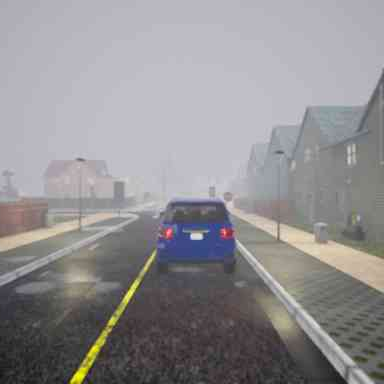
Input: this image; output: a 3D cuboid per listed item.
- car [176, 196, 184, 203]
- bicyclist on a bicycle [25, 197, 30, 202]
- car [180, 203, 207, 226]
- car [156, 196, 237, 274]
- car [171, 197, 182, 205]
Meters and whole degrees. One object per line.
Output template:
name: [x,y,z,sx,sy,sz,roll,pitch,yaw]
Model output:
car: [-2.794,1.686,77.279,1.812,1.442,4.674,0,0,0]
bicyclist on a bicycle: [-20.235,1.424,40.878,0.582,1.620,1.656,0,0,0]
car: [0.083,1.574,24.721,1.812,1.442,4.674,0,0,0]
car: [0.096,1.235,10.805,2.150,2.045,5.566,0,-1,0]
car: [-2.821,1.632,61.845,1.837,1.490,4.892,0,0,0]
